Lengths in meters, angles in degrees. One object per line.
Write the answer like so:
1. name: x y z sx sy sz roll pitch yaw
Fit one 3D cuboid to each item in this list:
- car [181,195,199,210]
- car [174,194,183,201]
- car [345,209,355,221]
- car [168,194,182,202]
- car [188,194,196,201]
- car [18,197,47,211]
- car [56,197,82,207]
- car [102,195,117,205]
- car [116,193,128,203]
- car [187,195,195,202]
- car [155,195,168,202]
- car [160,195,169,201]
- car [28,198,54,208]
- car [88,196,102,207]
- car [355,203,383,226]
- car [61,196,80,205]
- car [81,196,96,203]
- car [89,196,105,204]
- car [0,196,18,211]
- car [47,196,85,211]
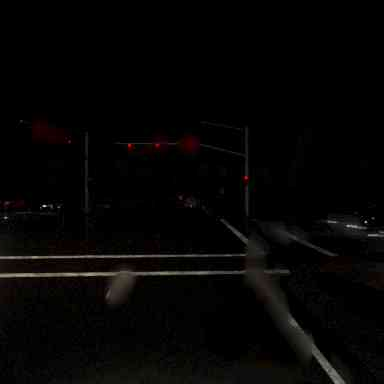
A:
1. car: -0.112 1.525 43.252 1.812 1.442 4.674 0 0 0
2. car: -3.460 1.296 84.504 2.097 1.767 4.553 0 0 1
3. car: 13.982 1.526 24.967 4.674 1.442 1.812 0 0 1
4. car: -3.648 1.551 74.675 1.994 1.385 4.181 0 0 1
5. car: 0.039 1.419 84.450 1.882 1.535 5.008 0 0 1
6. car: -18.741 1.547 40.940 2.033 1.411 5.357 0 0 0
7. car: -18.726 1.547 51.012 2.033 1.411 5.357 0 0 0
8. car: -15.221 1.563 59.183 1.994 1.385 4.181 0 0 0
9. car: -15.171 1.219 71.101 2.150 2.045 5.566 0 0 0
10. car: -0.151 1.521 74.270 1.812 1.442 4.674 0 0 1
11. car: -7.151 1.536 74.255 2.033 1.411 5.357 0 0 1
12. car: -6.959 1.465 84.616 1.812 1.442 4.674 0 0 1
13. car: -22.222 1.564 49.079 1.994 1.385 4.181 0 0 0
14. car: -15.221 1.564 49.293 1.994 1.385 4.181 0 0 0
15. car: 13.892 1.547 21.468 5.357 1.411 2.033 0 0 1
16. car: -22.200 1.525 60.903 1.812 1.442 4.674 0 0 0
17. car: -22.169 1.590 71.437 1.895 1.301 4.718 0 0 0
18. car: -18.685 1.504 65.541 1.837 1.490 4.892 0 0 0
19. car: -22.203 1.352 40.447 2.097 1.767 4.553 0 0 0
20. car: -15.203 1.491 40.390 2.128 1.511 4.902 0 0 0
